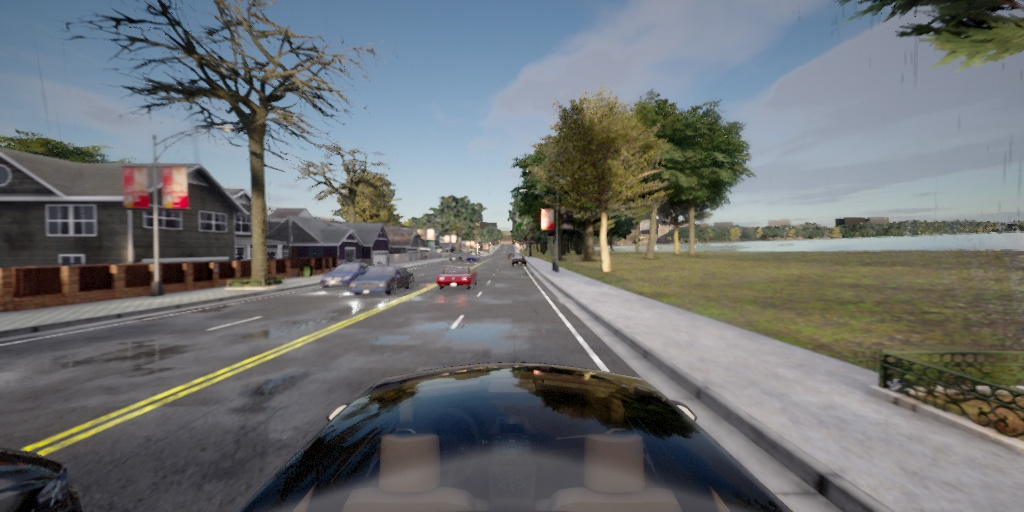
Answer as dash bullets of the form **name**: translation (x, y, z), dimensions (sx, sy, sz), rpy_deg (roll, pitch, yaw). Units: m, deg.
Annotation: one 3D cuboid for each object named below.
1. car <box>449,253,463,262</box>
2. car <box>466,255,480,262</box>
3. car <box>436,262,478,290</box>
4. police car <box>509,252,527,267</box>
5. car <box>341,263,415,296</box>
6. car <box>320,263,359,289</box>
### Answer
- **car**: translation (-9.790, 0.290, 62.833), dimensions (2.128, 1.511, 4.902), rpy_deg (0, 1, 1)
- **car**: translation (-6.555, 0.458, 59.974), dimensions (1.895, 1.301, 4.718), rpy_deg (0, 1, 1)
- **car**: translation (-3.153, 1.236, 21.538), dimensions (1.895, 1.301, 4.718), rpy_deg (0, 1, 0)
- **police car**: translation (0.965, 0.582, 47.007), dimensions (1.930, 1.638, 5.238), rpy_deg (0, 1, 0)
- **car**: translation (-6.605, 1.211, 18.899), dimensions (2.033, 1.411, 5.357), rpy_deg (0, 1, 0)
- **car**: translation (-9.857, 1.154, 22.035), dimensions (1.812, 1.442, 4.674), rpy_deg (0, 1, 0)
